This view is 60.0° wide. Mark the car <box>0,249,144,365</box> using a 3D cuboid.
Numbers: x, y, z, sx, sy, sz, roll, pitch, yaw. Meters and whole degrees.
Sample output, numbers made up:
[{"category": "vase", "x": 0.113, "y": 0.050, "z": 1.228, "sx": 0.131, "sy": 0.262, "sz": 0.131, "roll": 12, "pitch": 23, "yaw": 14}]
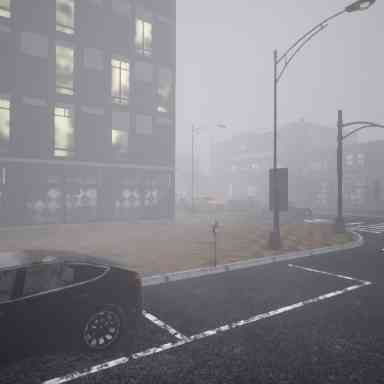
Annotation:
[{"category": "car", "x": -2.756, "y": 1.566, "z": 4.588, "sx": 4.313, "sy": 1.339, "sz": 1.947, "roll": 0, "pitch": 0, "yaw": -36}]

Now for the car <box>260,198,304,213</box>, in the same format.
[{"category": "car", "x": 9.182, "y": 1.340, "z": 34.195, "sx": 1.802, "sy": 1.307, "sz": 4.206, "roll": 1, "pitch": 0, "yaw": -36}]

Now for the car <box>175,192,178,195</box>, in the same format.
[{"category": "car", "x": -0.691, "y": 1.101, "z": 47.589, "sx": 2.008, "sy": 1.369, "sz": 4.403, "roll": 1, "pitch": 0, "yaw": -36}]

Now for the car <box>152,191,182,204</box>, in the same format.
[{"category": "car", "x": -3.977, "y": 0.793, "z": 52.052, "sx": 2.192, "sy": 1.841, "sz": 5.009, "roll": 1, "pitch": 0, "yaw": -36}]

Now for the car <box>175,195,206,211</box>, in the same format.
[{"category": "car", "x": -0.855, "y": 1.230, "z": 33.688, "sx": 1.802, "sy": 1.307, "sz": 4.206, "roll": 1, "pitch": 0, "yaw": -36}]

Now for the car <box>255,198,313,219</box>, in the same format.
[{"category": "car", "x": 7.510, "y": 1.356, "z": 26.694, "sx": 1.994, "sy": 1.385, "sz": 4.181, "roll": 0, "pitch": 1, "yaw": -36}]

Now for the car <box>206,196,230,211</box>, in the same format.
[{"category": "car", "x": 1.357, "y": 1.142, "z": 35.036, "sx": 1.882, "sy": 1.535, "sz": 5.008, "roll": 0, "pitch": 1, "yaw": -36}]

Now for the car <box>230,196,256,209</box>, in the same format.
[{"category": "car", "x": 5.892, "y": 1.130, "z": 38.661, "sx": 1.967, "sy": 1.590, "sz": 4.097, "roll": 1, "pitch": 0, "yaw": -36}]
